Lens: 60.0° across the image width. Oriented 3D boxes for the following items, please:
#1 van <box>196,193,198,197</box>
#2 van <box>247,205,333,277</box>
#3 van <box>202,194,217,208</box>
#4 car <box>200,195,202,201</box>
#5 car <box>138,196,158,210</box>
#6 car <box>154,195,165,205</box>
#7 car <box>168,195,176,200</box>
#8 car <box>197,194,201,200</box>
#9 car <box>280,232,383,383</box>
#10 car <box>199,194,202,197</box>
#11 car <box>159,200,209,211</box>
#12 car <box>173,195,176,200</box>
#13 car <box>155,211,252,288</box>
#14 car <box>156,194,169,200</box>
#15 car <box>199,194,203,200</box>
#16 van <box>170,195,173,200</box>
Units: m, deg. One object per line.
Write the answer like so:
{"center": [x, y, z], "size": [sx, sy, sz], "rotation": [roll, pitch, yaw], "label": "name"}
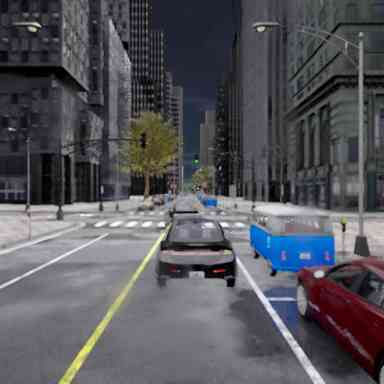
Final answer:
{"center": [2.704, 1.401, 91.287], "size": [1.690, 1.788, 3.998], "rotation": [0, 0, 0], "label": "van"}
{"center": [2.774, 1.340, 9.996], "size": [1.690, 1.788, 3.998], "rotation": [0, 0, 0], "label": "van"}
{"center": [2.734, 1.355, 47.980], "size": [1.690, 1.788, 3.998], "rotation": [0, 0, 0], "label": "van"}
{"center": [2.729, 1.583, 53.393], "size": [1.947, 1.339, 4.313], "rotation": [0, 0, 0], "label": "car"}
{"center": [-5.794, 1.536, 42.406], "size": [1.752, 1.417, 4.829], "rotation": [0, 0, 0], "label": "car"}
{"center": [-5.795, 1.562, 53.156], "size": [1.887, 1.381, 4.507], "rotation": [0, 0, 0], "label": "car"}
{"center": [-5.824, 1.617, 95.469], "size": [2.008, 1.369, 4.403], "rotation": [0, 0, 0], "label": "car"}
{"center": [2.718, 1.584, 69.633], "size": [2.008, 1.369, 4.403], "rotation": [0, 0, 0], "label": "car"}
{"center": [2.776, 1.544, 4.470], "size": [1.887, 1.381, 4.507], "rotation": [0, 0, 0], "label": "car"}
{"center": [2.722, 1.609, 64.220], "size": [1.802, 1.307, 4.206], "rotation": [0, 0, 0], "label": "car"}
{"center": [-0.675, 1.491, 21.015], "size": [2.128, 1.511, 4.902], "rotation": [0, 0, -10], "label": "car"}
{"center": [-5.817, 1.617, 84.890], "size": [1.947, 1.339, 4.313], "rotation": [0, 0, 0], "label": "car"}
{"center": [0.094, 1.489, 9.226], "size": [2.128, 1.511, 4.902], "rotation": [0, 0, 0], "label": "car"}
{"center": [-5.798, 1.337, 58.446], "size": [2.192, 1.841, 5.009], "rotation": [0, 0, 0], "label": "car"}
{"center": [2.726, 1.567, 58.806], "size": [1.887, 1.381, 4.507], "rotation": [0, 0, 0], "label": "car"}
{"center": [-5.809, 1.379, 74.313], "size": [1.690, 1.788, 3.998], "rotation": [0, 0, 0], "label": "van"}
